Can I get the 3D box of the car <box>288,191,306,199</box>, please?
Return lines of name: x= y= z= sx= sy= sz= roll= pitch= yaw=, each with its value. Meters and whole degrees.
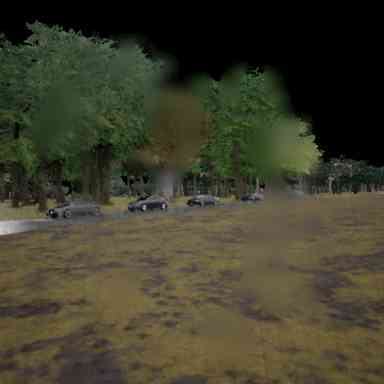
car: x=19.166 y=0.525 z=60.857 sx=2.033 sy=1.411 sz=5.357 roll=-3 pitch=-1 yaw=35

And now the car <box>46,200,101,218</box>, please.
car: x=-9.453 y=1.330 z=26.739 sx=1.994 sy=1.385 sz=4.181 roll=-3 pitch=-1 yaw=36

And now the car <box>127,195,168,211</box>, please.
car: x=-4.466 y=1.133 z=33.824 sx=1.837 sy=1.490 sz=4.892 roll=-3 pitch=-1 yaw=35

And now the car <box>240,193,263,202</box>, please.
car: x=9.736 y=0.808 z=53.785 sx=2.033 sy=1.411 sz=5.357 roll=-3 pitch=-1 yaw=36

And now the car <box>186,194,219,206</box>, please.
car: x=1.479 y=1.018 z=42.220 sx=2.033 sy=1.411 sz=5.357 roll=-3 pitch=-1 yaw=35
